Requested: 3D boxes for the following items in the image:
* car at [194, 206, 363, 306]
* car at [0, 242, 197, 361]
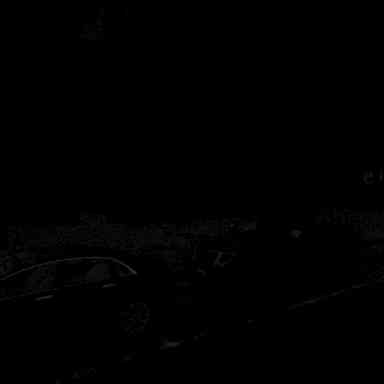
[{"bbox_3d":[2.234,1.315,8.235,5.009,1.841,2.192,0,0,-35],"label":"car"},{"bbox_3d":[-2.335,1.551,4.980,4.403,1.369,2.008,0,0,-35],"label":"car"}]
